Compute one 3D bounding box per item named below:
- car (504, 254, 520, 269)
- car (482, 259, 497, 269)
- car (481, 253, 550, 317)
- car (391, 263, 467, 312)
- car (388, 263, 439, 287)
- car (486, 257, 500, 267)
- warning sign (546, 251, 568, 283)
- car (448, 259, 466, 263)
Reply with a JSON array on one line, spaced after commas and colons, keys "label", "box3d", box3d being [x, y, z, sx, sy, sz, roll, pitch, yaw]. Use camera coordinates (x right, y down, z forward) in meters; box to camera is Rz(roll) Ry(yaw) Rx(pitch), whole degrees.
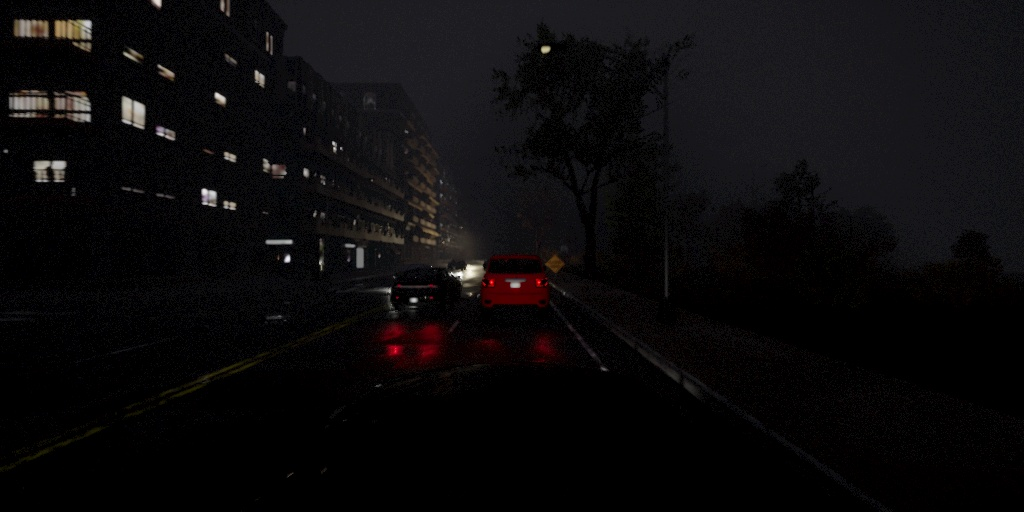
[{"label": "car", "box3d": [-0.014, 0.786, 52.693, 2.150, 2.045, 5.566, 0, 0, 0]}, {"label": "car", "box3d": [-3.264, 1.126, 53.080, 1.994, 1.385, 4.181, 0, 0, 0]}, {"label": "car", "box3d": [0.097, 0.929, 13.076, 2.150, 2.045, 5.566, 0, 0, 0]}, {"label": "car", "box3d": [-3.154, 1.196, 13.944, 2.128, 1.511, 4.902, 0, 0, 0]}, {"label": "car", "box3d": [-6.606, 1.211, 24.672, 2.033, 1.411, 5.357, 0, 0, 0]}, {"label": "car", "box3d": [-3.267, 1.019, 63.088, 2.128, 1.511, 4.902, 0, 0, 0]}, {"label": "warning sign", "box3d": [2.844, 0.784, 23.431, 1.300, 1.860, 1.060, 0, 0, 0]}, {"label": "car", "box3d": [-6.596, 1.088, 43.275, 2.128, 1.511, 4.902, 0, 0, 0]}]
